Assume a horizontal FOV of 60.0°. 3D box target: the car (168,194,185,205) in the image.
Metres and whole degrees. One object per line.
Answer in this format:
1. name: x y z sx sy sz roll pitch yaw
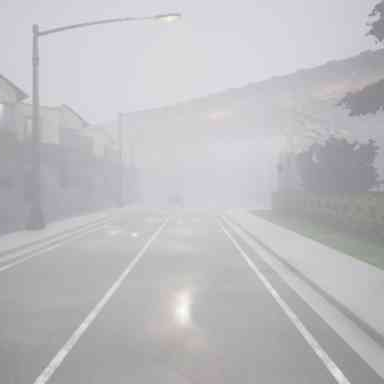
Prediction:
1. car: -2.152 1.049 46.758 1.837 1.490 4.892 0 0 7

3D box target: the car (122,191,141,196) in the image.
1. car: -16.790 0.372 92.604 4.974 1.542 2.038 0 1 -15

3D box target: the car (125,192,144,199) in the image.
1. car: -12.378 0.715 70.729 2.033 1.411 5.357 -1 1 -45
